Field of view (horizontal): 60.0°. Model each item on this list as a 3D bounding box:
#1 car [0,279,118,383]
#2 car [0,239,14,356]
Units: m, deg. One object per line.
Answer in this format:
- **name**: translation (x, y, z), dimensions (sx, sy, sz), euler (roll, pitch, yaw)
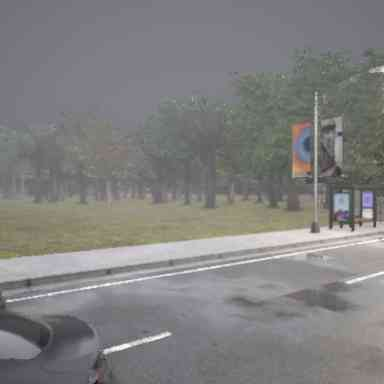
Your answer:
- **car**: translation (-2.716, 1.521, 1.748), dimensions (4.674, 1.442, 1.812), euler (0, 0, -35)
- **car**: translation (-4.778, 1.559, 4.270), dimensions (4.181, 1.385, 1.994), euler (0, 0, -35)
